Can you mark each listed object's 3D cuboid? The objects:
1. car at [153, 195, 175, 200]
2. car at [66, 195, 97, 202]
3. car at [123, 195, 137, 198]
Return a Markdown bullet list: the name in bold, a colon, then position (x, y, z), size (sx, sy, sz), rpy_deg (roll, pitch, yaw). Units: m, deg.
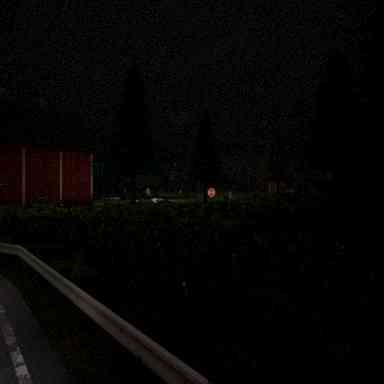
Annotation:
- **car**: position (-5.007, 1.589, 51.208), size (1.994, 1.385, 4.181), rpy_deg (0, 0, 33)
- **car**: position (-15.053, 1.504, 42.456), size (1.882, 1.535, 5.008), rpy_deg (0, 0, 33)
- **car**: position (-16.784, 1.530, 89.685), size (1.816, 1.474, 4.193), rpy_deg (0, 0, 33)
